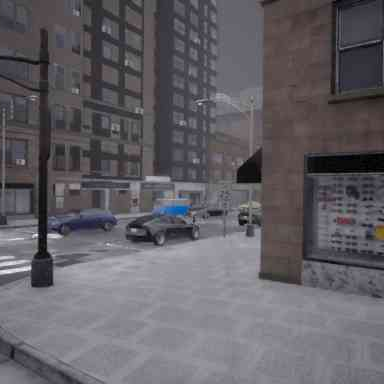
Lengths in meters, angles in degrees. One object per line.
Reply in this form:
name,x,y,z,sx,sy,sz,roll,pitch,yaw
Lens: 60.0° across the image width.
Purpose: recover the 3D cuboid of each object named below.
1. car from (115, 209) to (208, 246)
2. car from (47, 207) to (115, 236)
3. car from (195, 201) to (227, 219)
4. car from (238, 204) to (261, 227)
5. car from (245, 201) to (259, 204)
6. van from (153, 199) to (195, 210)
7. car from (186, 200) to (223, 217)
car,-1.364,1.765,16.463,1.947,1.339,4.313,0,0,36
car,-6.503,1.634,19.508,1.812,1.442,4.674,1,0,37
car,1.453,1.707,30.540,2.128,1.511,4.902,1,0,36
car,5.066,1.851,25.380,1.947,1.339,4.313,0,0,36
car,7.698,1.824,43.604,1.752,1.417,4.829,0,0,36
van,-1.845,1.503,30.367,1.690,1.788,3.998,0,0,36
car,1.368,1.646,34.825,1.967,1.590,4.097,0,0,36
